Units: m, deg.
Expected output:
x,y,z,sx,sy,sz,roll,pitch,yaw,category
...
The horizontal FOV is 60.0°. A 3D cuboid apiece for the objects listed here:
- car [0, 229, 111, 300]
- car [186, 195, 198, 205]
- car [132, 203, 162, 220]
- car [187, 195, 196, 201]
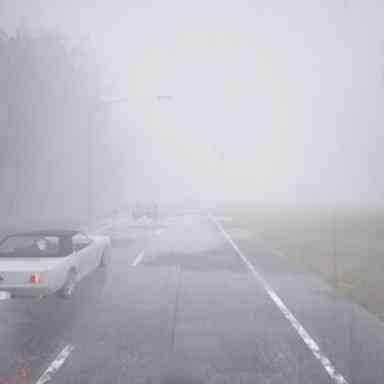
x,y,z,sx,sy,sz,roll,pitch,yaw,category
-3.414,1.568,8.214,1.895,1.301,4.718,0,0,0,car
0.006,1.333,54.331,1.994,1.385,4.181,0,0,0,car
-3.446,1.490,26.318,1.895,1.301,4.718,0,0,0,car
-0.126,1.287,73.220,1.895,1.301,4.718,0,0,0,car
